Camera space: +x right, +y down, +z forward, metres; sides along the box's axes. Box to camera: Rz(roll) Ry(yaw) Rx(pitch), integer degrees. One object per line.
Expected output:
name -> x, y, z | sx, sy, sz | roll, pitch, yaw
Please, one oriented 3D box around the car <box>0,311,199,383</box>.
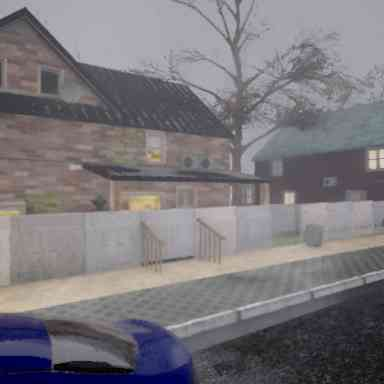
car -> -2.003, 1.523, 1.564 | 4.674, 1.442, 1.812 | 0, 0, -35
